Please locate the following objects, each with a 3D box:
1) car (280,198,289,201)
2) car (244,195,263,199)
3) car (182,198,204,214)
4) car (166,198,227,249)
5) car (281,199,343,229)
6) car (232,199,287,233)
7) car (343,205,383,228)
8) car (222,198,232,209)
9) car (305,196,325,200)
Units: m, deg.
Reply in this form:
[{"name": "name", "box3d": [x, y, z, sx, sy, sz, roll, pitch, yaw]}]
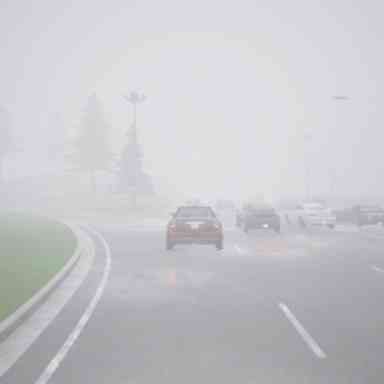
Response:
[{"name": "car", "box3d": [10.611, 1.366, 37.090, 1.895, 1.301, 4.718, 0, 0, 0]}, {"name": "car", "box3d": [7.111, 1.109, 38.351, 2.097, 1.767, 4.553, 0, 0, 0]}, {"name": "car", "box3d": [0.110, 1.337, 33.276, 2.033, 1.411, 5.357, 0, 0, 0]}, {"name": "car", "box3d": [0.103, 1.261, 14.112, 2.097, 1.767, 4.553, 0, 0, 0]}, {"name": "car", "box3d": [7.091, 1.397, 20.218, 1.812, 1.442, 4.674, 0, 0, 0]}, {"name": "car", "box3d": [3.605, 1.386, 18.707, 1.837, 1.490, 4.892, 0, 0, 0]}, {"name": "car", "box3d": [10.606, 1.467, 20.999, 1.895, 1.301, 4.718, 0, 0, 0]}, {"name": "car", "box3d": [3.610, 1.366, 37.091, 1.895, 1.301, 4.718, 0, 0, 0]}, {"name": "car", "box3d": [14.111, 1.260, 38.701, 1.837, 1.490, 4.892, 0, 0, 0]}]
